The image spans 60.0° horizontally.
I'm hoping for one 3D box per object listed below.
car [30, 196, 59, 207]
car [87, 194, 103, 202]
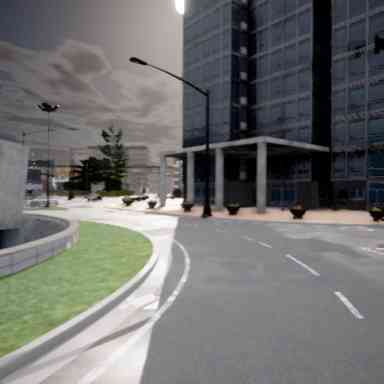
[{"bbox_3d":[-19.611,1.212,44.443,1.812,1.442,4.674,1,0,9],"label":"car"},{"bbox_3d":[-18.659,1.096,64.108,2.128,1.511,4.902,0,0,0],"label":"car"}]
